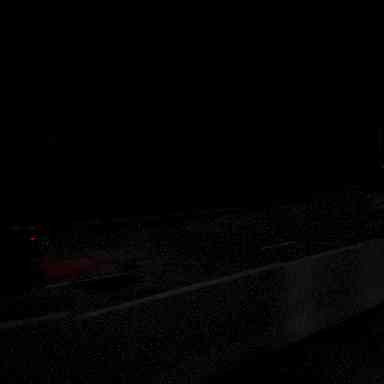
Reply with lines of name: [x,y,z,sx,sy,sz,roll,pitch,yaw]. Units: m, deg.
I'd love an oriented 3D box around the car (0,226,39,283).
car: [-6.389,1.495,8.033,4.902,1.511,2.128,0,0,-36]
